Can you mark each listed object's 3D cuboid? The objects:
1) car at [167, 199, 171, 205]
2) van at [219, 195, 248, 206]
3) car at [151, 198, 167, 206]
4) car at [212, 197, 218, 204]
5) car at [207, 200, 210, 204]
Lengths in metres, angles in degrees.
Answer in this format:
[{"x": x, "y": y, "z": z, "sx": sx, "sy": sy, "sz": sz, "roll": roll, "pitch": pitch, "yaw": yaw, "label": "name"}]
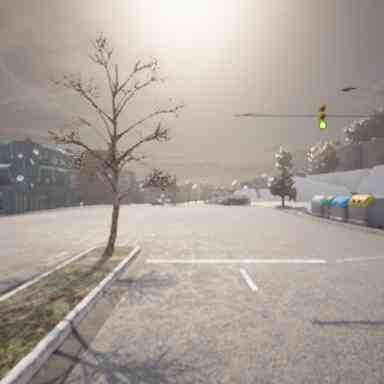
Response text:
[{"x": -6.109, "y": 2.390, "z": 81.571, "sx": 1.994, "sy": 1.385, "sz": 4.181, "roll": 0, "pitch": -2, "yaw": 0, "label": "car"}, {"x": 7.797, "y": 1.488, "z": 60.010, "sx": 4.442, "sy": 1.987, "sz": 1.878, "roll": 1, "pitch": -1, "yaw": -20, "label": "van"}, {"x": -6.030, "y": 1.764, "z": 58.538, "sx": 1.994, "sy": 1.385, "sz": 4.181, "roll": 0, "pitch": -2, "yaw": 0, "label": "car"}, {"x": 7.885, "y": 2.096, "z": 77.922, "sx": 4.553, "sy": 1.767, "sz": 2.185, "roll": 1, "pitch": -1, "yaw": -20, "label": "car"}, {"x": 7.838, "y": 2.401, "z": 92.814, "sx": 5.566, "sy": 2.045, "sz": 2.435, "roll": 1, "pitch": -2, "yaw": -20, "label": "car"}]
